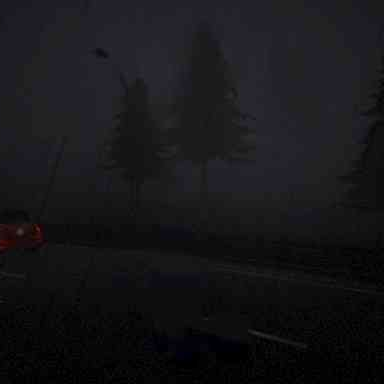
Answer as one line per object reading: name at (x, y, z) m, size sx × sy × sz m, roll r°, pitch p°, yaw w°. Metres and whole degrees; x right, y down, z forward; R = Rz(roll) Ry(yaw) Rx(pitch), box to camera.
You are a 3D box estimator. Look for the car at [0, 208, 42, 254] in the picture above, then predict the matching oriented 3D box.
car at (-7.822, 1.361, 12.227) m, size 4.553 × 1.767 × 2.097 m, roll 0°, pitch 0°, yaw 24°
